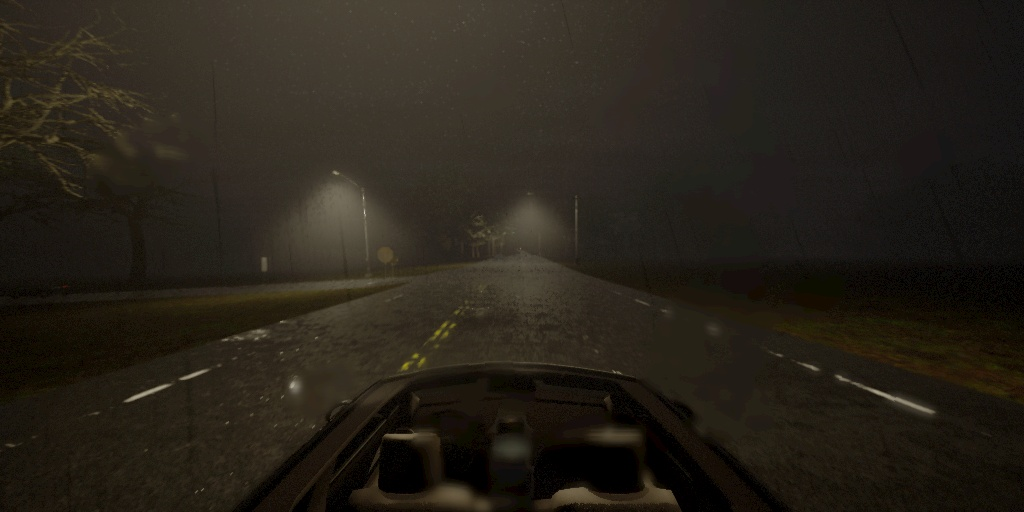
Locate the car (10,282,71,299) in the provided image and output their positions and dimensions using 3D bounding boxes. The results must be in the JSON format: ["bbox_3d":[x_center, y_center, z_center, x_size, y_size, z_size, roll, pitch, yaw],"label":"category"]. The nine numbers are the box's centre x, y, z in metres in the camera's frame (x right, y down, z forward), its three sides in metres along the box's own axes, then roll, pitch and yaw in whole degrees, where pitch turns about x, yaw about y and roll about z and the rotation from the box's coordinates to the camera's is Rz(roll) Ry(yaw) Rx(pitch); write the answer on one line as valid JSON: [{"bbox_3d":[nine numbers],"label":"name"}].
[{"bbox_3d":[-48.841,3.533,37.155,4.902,1.511,2.128,-3,2,1],"label":"car"}]
